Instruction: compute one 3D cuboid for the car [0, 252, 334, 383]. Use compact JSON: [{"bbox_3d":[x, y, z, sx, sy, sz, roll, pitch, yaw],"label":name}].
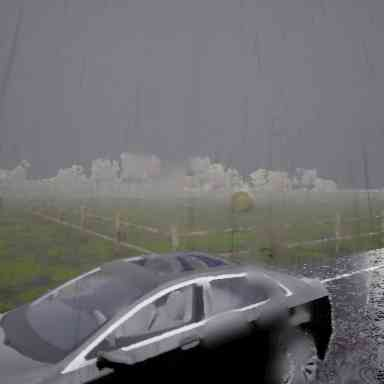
[{"bbox_3d":[-0.485,1.499,3.523,4.902,1.511,2.128,0,0,-36],"label":"car"}]
